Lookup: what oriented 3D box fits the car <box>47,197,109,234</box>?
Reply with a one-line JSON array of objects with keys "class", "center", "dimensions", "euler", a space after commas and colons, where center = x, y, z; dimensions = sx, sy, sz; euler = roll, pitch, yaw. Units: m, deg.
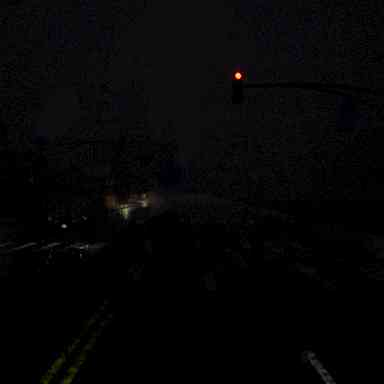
[{"class": "car", "center": [-6.470, 1.340, 19.603], "dimensions": [2.150, 2.045, 5.566], "euler": [0, 1, 0]}]
